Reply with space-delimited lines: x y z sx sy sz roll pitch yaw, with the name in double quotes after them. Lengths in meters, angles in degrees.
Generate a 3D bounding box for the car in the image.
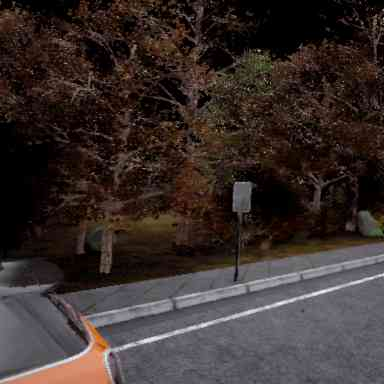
-2.662 1.339 1.784 4.553 1.767 2.097 1 0 -35 "car"
